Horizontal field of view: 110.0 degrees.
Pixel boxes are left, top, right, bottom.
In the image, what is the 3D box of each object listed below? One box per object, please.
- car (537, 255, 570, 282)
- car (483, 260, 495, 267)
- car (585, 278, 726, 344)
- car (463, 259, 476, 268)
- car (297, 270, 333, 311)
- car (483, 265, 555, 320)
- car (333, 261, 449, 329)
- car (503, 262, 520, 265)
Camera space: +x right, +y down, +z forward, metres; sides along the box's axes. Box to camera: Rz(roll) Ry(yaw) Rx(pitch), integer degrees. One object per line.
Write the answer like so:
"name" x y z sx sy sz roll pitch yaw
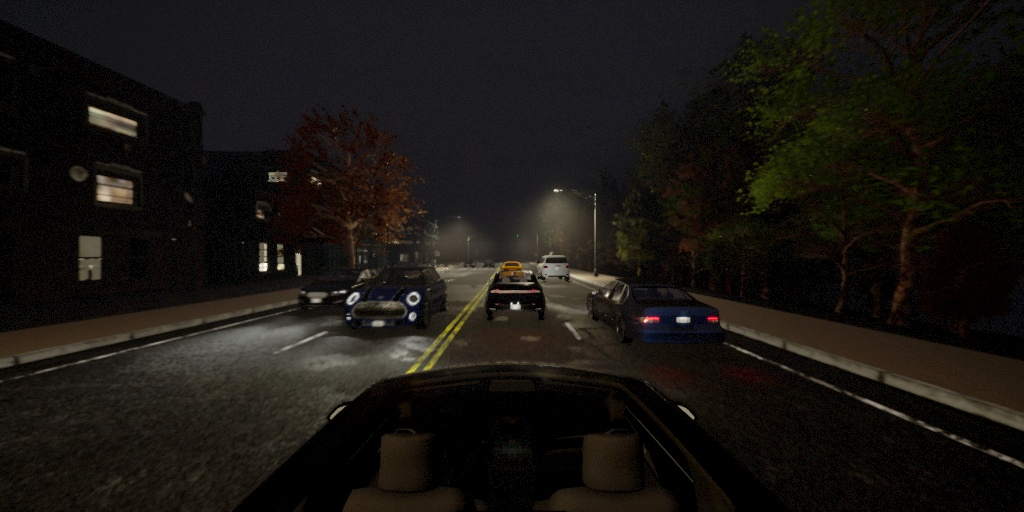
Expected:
"car" 3.256 0.974 28.990 2.150 2.045 5.566 0 0 -1
"car" -3.844 1.307 60.206 2.033 1.411 5.357 0 0 -1
"car" 3.351 1.299 9.526 2.033 1.411 5.357 0 0 0
"car" -7.096 1.294 60.444 1.837 1.490 4.892 0 0 -1
"car" -6.603 1.243 14.530 2.128 1.511 4.902 0 0 0
"car" 0.102 1.243 12.688 2.128 1.511 4.902 0 0 0
"car" -3.352 1.103 11.218 2.097 1.767 4.553 0 0 0
"car" -0.027 1.231 31.097 1.882 1.535 5.008 0 0 -1
